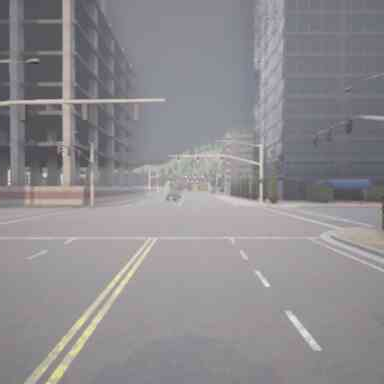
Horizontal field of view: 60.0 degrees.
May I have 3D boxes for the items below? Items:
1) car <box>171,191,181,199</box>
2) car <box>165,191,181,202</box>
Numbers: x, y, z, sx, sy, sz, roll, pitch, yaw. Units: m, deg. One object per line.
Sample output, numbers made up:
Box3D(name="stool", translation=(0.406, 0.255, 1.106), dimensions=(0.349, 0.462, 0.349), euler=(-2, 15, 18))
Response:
Box3D(name="car", translation=(-3.487, 0.613, 73.385), dimensions=(2.097, 1.767, 4.553), euler=(0, 1, 0))
Box3D(name="car", translation=(-3.533, 0.902, 58.281), dimensions=(2.128, 1.511, 4.902), euler=(0, 1, 1))
